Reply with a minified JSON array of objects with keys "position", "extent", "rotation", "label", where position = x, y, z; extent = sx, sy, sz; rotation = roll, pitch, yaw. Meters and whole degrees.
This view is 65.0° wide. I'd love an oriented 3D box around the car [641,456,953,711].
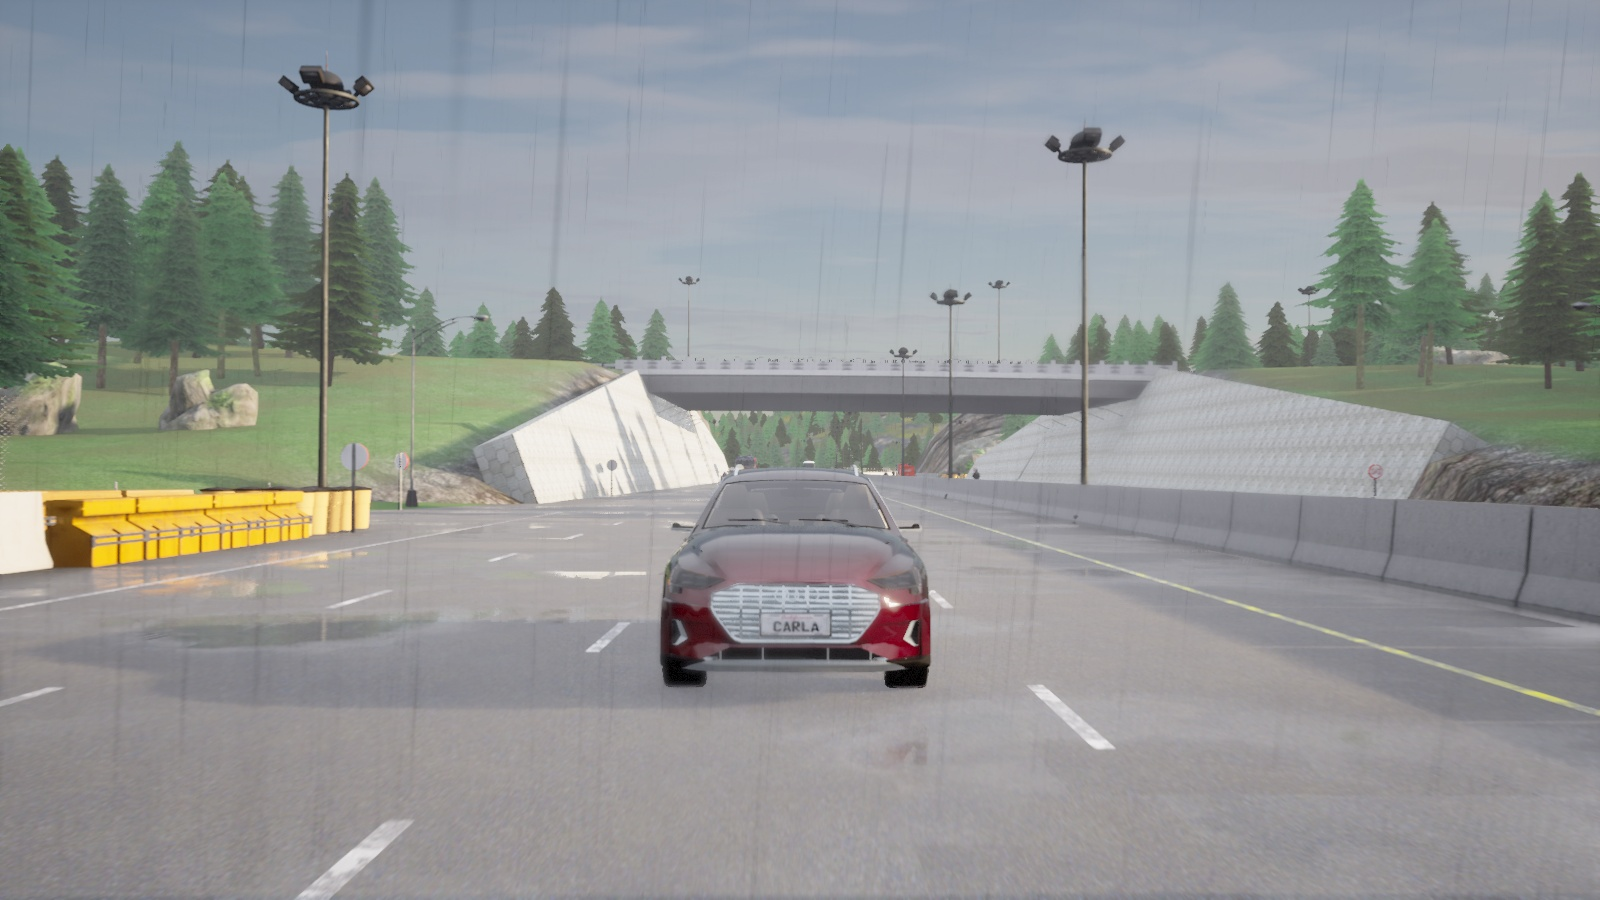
[{"position":[-0.026,0.924,10.623],"extent":[2.033,1.649,4.856],"rotation":[0,-1,0],"label":"car"}]
